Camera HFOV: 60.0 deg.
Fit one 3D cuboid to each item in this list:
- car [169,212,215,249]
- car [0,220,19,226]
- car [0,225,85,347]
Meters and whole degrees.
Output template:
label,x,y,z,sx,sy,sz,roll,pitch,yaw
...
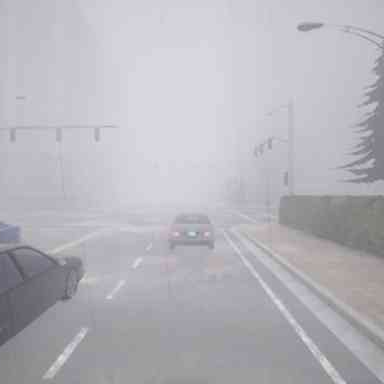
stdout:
label,x,y,z,sx,sy,sz,roll,pitch,yaw
car,0.007,1.562,14.520,2.033,1.411,5.357,0,0,0
car,-7.015,1.487,9.816,1.882,1.535,5.008,0,0,0
car,-3.399,1.553,5.307,2.033,1.411,5.357,0,0,0
